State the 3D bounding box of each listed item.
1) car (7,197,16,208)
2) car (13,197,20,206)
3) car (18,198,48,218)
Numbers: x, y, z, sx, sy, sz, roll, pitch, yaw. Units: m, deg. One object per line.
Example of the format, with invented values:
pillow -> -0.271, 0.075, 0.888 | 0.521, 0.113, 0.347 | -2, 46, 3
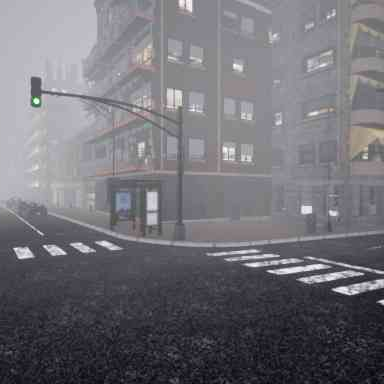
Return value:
car -> -25.847, 1.435, 48.658 | 1.967, 1.590, 4.097 | 0, 0, -32
car -> -16.911, 1.541, 34.294 | 1.887, 1.381, 4.507 | 0, 0, -32
car -> -13.933, 1.547, 29.507 | 2.008, 1.369, 4.403 | 0, 0, -32
